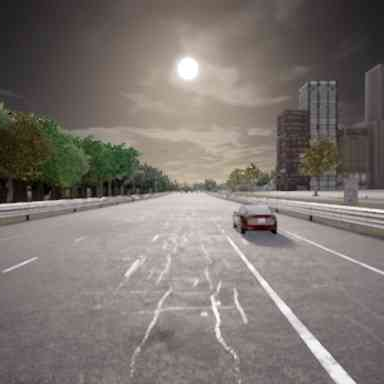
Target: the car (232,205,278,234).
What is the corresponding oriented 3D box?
[{"bbox_3d":[3.503,1.469,19.070,2.163,1.488,4.792,0,0,0],"label":"car"}]
